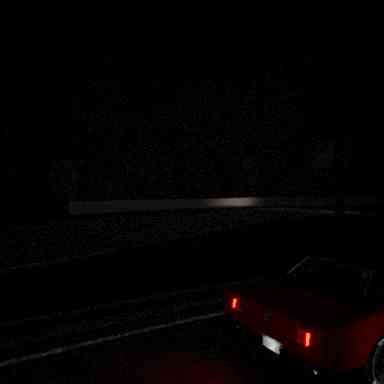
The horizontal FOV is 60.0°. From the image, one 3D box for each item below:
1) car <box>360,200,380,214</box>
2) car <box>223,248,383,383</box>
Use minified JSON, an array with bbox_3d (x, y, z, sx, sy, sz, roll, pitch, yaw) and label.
[{"bbox_3d":[18.841,1.327,31.853,4.902,1.511,2.128,0,0,34],"label":"car"},{"bbox_3d":[2.917,1.575,5.154,4.718,1.301,1.895,0,0,-29],"label":"car"}]
